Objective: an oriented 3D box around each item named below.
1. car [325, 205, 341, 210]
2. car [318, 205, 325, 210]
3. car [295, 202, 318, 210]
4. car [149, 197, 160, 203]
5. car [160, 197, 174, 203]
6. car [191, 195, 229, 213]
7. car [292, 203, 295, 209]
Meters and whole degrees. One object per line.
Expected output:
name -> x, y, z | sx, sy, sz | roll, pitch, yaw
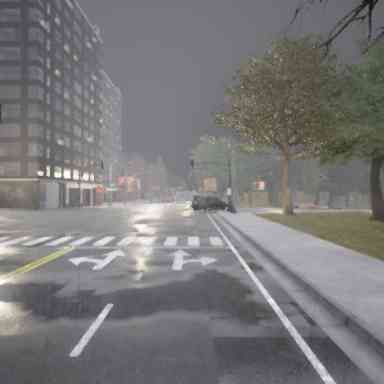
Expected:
car -> 36.329, 3.872, 84.636 | 1.994, 1.385, 4.181 | 0, -3, 45
car -> 34.004, 3.925, 86.908 | 1.895, 1.301, 4.718 | 0, -3, 45
car -> 25.434, 3.046, 73.712 | 2.097, 1.767, 4.553 | 0, -2, 45
car -> -9.720, 1.999, 85.545 | 2.097, 1.767, 4.553 | 0, -1, 0
car -> -6.470, 2.239, 85.523 | 1.895, 1.301, 4.718 | 0, -1, 0
car -> 2.305, 1.486, 41.505 | 5.566, 2.045, 2.150 | 3, 0, -44
car -> 23.106, 3.225, 75.980 | 1.812, 1.442, 4.674 | 0, -2, 45
